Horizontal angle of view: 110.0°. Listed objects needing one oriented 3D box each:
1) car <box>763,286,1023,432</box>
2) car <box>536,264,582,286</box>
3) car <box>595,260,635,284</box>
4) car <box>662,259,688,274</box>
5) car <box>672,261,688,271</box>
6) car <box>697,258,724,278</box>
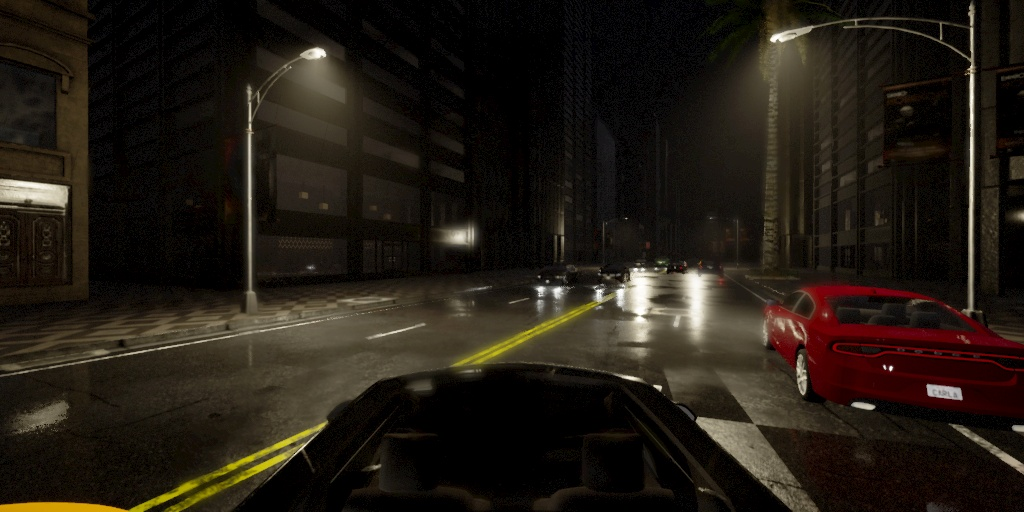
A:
[{"bbox_3d":[5.513,1.228,5.834,1.882,1.535,5.008,0,0,27],"label":"car"},{"bbox_3d":[3.574,1.302,26.084,2.033,1.411,5.357,0,0,27],"label":"car"},{"bbox_3d":[7.783,1.282,27.158,1.812,1.442,4.674,0,0,27],"label":"car"},{"bbox_3d":[18.647,1.314,40.733,2.033,1.411,5.357,0,0,27],"label":"car"},{"bbox_3d":[23.534,1.377,50.232,1.895,1.301,4.718,0,0,27],"label":"car"},{"bbox_3d":[19.287,1.115,34.911,2.097,1.767,4.553,0,0,27],"label":"car"}]
